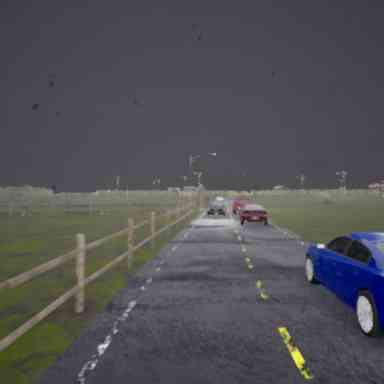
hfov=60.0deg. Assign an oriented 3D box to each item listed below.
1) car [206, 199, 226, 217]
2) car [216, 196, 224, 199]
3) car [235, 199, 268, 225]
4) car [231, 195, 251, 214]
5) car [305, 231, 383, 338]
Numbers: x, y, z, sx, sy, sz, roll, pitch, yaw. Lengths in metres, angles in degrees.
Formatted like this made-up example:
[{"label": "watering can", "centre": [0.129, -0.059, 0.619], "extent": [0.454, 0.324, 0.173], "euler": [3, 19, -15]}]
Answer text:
[{"label": "car", "centre": [2.389, 1.681, 32.264], "extent": [1.895, 1.301, 4.718], "euler": [1, 0, 5]}, {"label": "car", "centre": [6.204, 1.706, 74.555], "extent": [1.812, 1.442, 4.674], "euler": [1, 0, 5]}, {"label": "car", "centre": [4.469, 1.567, 24.808], "extent": [1.882, 1.535, 5.008], "euler": [1, 0, 6]}, {"label": "car", "centre": [5.626, 1.344, 37.369], "extent": [2.150, 2.045, 5.566], "euler": [1, 0, 6]}, {"label": "car", "centre": [3.759, 1.529, 6.676], "extent": [1.882, 1.535, 5.008], "euler": [1, 0, 3]}]
